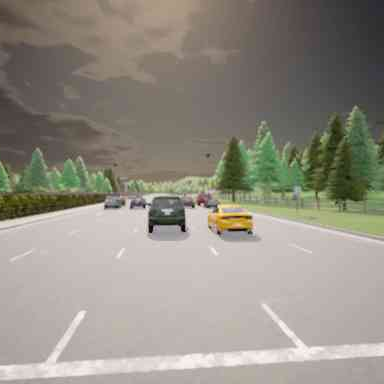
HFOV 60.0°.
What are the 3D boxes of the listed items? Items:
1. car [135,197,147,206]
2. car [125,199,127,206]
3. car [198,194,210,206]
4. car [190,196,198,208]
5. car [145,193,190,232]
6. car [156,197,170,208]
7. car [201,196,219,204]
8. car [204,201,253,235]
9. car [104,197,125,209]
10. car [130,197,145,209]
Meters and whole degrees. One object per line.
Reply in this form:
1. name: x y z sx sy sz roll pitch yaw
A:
1. car: -8.599 1.626 56.300 1.812 1.442 4.674 0 0 -5
2. car: -12.055 1.619 55.680 1.837 1.490 4.892 0 0 -5
3. car: 1.975 1.276 56.015 2.150 2.045 5.566 0 0 -5
4. car: -0.776 1.408 48.113 2.097 1.767 4.553 0 0 -5
5. car: -1.582 1.252 20.695 2.150 2.045 5.566 0 0 -5
6. car: -4.331 1.579 49.498 1.837 1.490 4.892 0 0 -5
7. car: 2.852 1.604 46.856 1.994 1.385 4.181 0 0 -5
8. car: 2.079 1.490 19.110 1.882 1.535 5.008 0 0 -5
9. car: -11.113 1.665 46.832 1.994 1.385 4.181 0 0 -5
10. car: -7.655 1.438 47.437 2.097 1.767 4.553 0 0 -5
